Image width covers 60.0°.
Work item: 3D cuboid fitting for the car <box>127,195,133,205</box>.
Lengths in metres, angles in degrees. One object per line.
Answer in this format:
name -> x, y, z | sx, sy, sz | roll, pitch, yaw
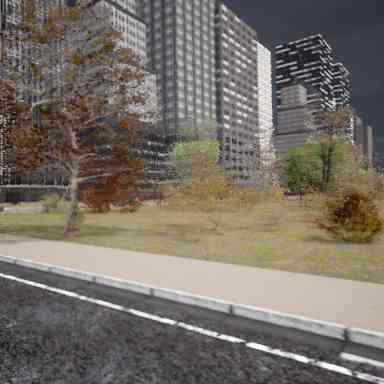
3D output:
car -> -13.586, 1.748, 67.996 | 2.150, 2.045, 5.566 | -2, -1, 37
